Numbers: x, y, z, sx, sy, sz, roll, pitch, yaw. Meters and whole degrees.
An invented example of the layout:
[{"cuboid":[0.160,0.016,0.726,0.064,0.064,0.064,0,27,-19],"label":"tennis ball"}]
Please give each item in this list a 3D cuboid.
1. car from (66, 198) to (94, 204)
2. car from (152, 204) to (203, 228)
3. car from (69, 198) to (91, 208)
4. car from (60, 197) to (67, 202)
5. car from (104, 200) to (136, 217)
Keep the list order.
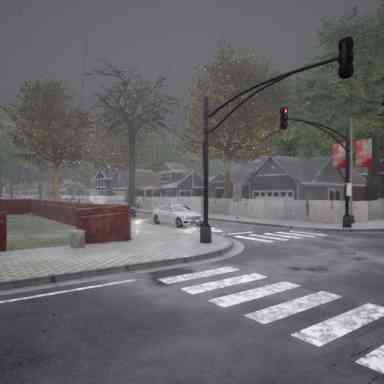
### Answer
[{"cuboid":[-12.873,1.528,39.168,1.882,1.535,5.008,0,0,-35],"label":"car"},{"cuboid":[-1.043,1.546,22.621,1.812,1.442,4.674,0,0,-36],"label":"car"},{"cuboid":[-16.760,1.652,49.573,1.994,1.385,4.181,0,0,-35],"label":"car"},{"cuboid":[-22.422,1.599,57.379,2.128,1.511,4.902,0,0,-36],"label":"car"},{"cuboid":[-6.884,1.512,30.788,1.882,1.535,5.008,0,0,-36],"label":"car"}]
